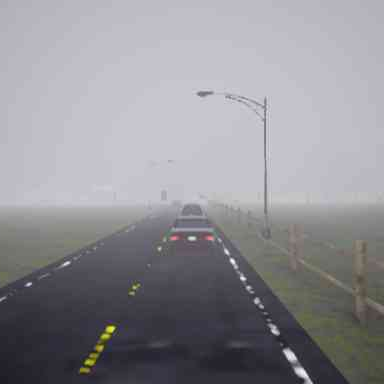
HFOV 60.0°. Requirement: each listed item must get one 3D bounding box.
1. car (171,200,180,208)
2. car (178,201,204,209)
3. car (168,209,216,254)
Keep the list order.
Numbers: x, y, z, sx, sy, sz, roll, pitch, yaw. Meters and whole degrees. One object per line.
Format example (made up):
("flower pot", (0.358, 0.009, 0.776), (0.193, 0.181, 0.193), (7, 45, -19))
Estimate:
("car", (-2.730, 2.156, 60.783), (2.033, 1.411, 5.357), (0, -1, 0))
("car", (0.015, 1.766, 29.492), (1.882, 1.535, 5.008), (0, 0, 0))
("car", (0.006, 1.683, 14.011), (2.033, 1.411, 5.357), (0, -1, 0))
